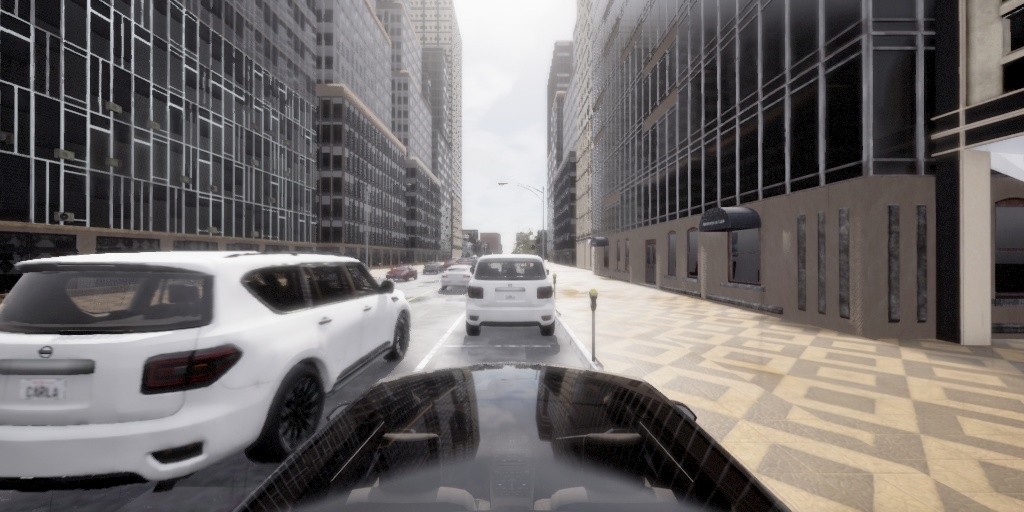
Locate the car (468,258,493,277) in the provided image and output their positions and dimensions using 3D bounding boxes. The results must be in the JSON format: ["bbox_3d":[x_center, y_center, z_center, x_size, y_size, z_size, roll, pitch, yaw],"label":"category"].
[{"bbox_3d":[-3.099,1.090,36.151,2.097,1.767,4.553,0,0,0],"label":"car"}]

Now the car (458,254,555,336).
[{"bbox_3d":[-0.039,0.977,10.529,2.150,2.045,5.566,0,0,0],"label":"car"}]

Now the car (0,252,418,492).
[{"bbox_3d":[-3.144,0.973,5.082,2.150,2.045,5.566,0,0,0],"label":"car"}]

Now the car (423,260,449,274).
[{"bbox_3d":[-8.836,1.286,40.419,2.007,1.370,4.403,0,0,0],"label":"car"}]

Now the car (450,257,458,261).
[{"bbox_3d":[-6.191,1.084,46.125,2.097,1.767,4.553,0,0,0],"label":"car"}]

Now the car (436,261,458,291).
[{"bbox_3d":[-3.093,1.271,21.922,1.812,1.442,4.674,0,0,0],"label":"car"}]
